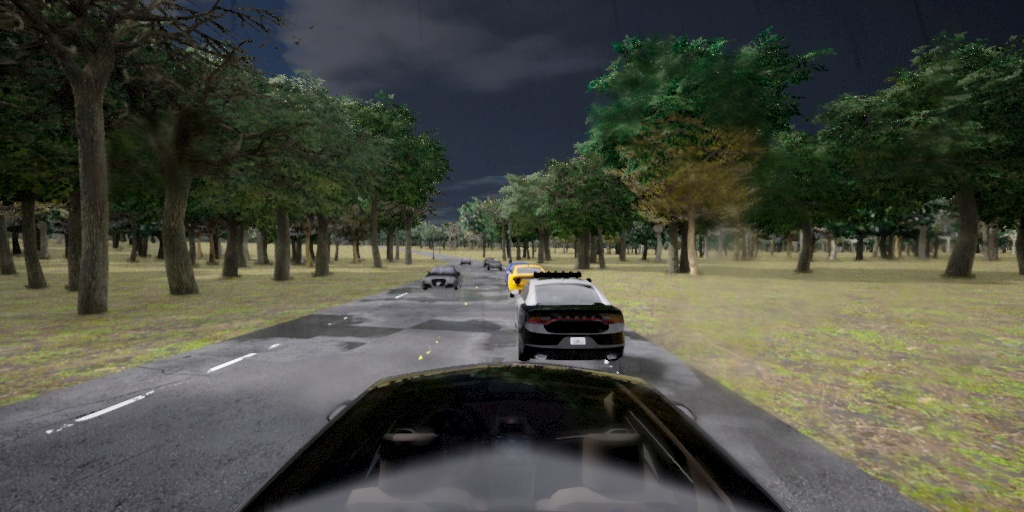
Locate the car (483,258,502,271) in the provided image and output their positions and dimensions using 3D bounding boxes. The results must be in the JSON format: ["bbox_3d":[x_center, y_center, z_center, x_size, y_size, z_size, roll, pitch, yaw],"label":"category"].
[{"bbox_3d":[-2.352,1.104,47.493,2.128,1.511,4.902,0,0,-6],"label":"car"}]

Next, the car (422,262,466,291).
[{"bbox_3d":[-4.048,1.280,21.372,1.994,1.385,4.181,0,0,-3],"label":"car"}]

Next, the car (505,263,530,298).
[{"bbox_3d":[0.776,1.198,18.338,1.882,1.535,5.008,0,0,-2],"label":"car"}]

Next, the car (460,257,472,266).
[{"bbox_3d":[-8.253,0.993,64.443,1.882,1.535,5.008,0,1,-8],"label":"car"}]

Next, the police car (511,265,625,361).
[{"bbox_3d":[1.031,1.167,8.382,1.930,1.638,5.238,0,0,-1],"label":"police car"}]
